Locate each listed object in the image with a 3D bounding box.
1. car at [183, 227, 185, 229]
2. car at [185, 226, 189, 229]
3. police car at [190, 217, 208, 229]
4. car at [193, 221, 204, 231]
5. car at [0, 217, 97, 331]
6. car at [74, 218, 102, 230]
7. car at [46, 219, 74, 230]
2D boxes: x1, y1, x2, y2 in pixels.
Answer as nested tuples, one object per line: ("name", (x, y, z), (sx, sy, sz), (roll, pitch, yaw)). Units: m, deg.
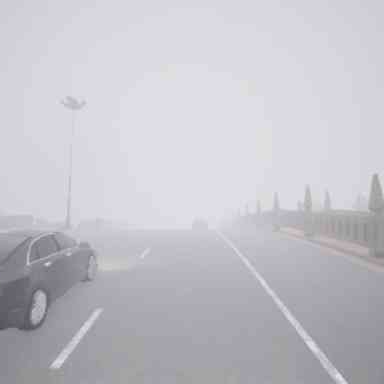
("car", (-1.199, 10.171, 93.157), (1.994, 1.385, 4.181), (1, -7, -10))
("car", (-0.008, 8.368, 78.704), (1.812, 1.442, 4.674), (0, -7, -2))
("police car", (1.053, 4.055, 43.382), (1.930, 1.638, 5.238), (0, -7, 0))
("car", (1.054, 6.060, 59.146), (1.882, 1.535, 5.008), (0, -7, 0))
("car", (-3.399, 1.488, 6.803), (1.837, 1.490, 4.892), (0, 0, 0))
("car", (-14.060, 4.348, 45.214), (2.128, 1.511, 4.902), (0, -7, 0))
("car", (-17.562, 4.373, 44.530), (1.895, 1.301, 4.718), (0, -7, 0))
